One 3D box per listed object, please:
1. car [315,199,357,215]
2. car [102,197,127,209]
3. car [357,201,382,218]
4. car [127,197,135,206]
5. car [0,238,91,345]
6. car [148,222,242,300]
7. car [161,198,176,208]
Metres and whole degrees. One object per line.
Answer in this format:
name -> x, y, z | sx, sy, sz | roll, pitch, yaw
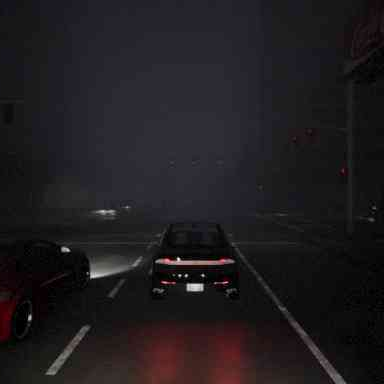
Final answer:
car -> 14.806, 1.491, 33.017 | 4.902, 1.511, 2.128 | 0, 0, 0
car -> -10.590, 1.491, 44.362 | 2.128, 1.511, 4.902 | 0, 0, 0
car -> 17.703, 1.352, 29.530 | 4.553, 1.767, 2.097 | 0, 0, 0
car -> -10.576, 1.547, 54.104 | 2.033, 1.411, 5.357 | 0, 0, 0
car -> -3.442, 1.564, 6.395 | 1.994, 1.385, 4.181 | 0, 0, 0
car -> 0.068, 1.492, 8.370 | 2.128, 1.511, 4.902 | 0, 0, 0
car -> -3.437, 1.564, 48.837 | 1.994, 1.385, 4.181 | 0, 0, 0
